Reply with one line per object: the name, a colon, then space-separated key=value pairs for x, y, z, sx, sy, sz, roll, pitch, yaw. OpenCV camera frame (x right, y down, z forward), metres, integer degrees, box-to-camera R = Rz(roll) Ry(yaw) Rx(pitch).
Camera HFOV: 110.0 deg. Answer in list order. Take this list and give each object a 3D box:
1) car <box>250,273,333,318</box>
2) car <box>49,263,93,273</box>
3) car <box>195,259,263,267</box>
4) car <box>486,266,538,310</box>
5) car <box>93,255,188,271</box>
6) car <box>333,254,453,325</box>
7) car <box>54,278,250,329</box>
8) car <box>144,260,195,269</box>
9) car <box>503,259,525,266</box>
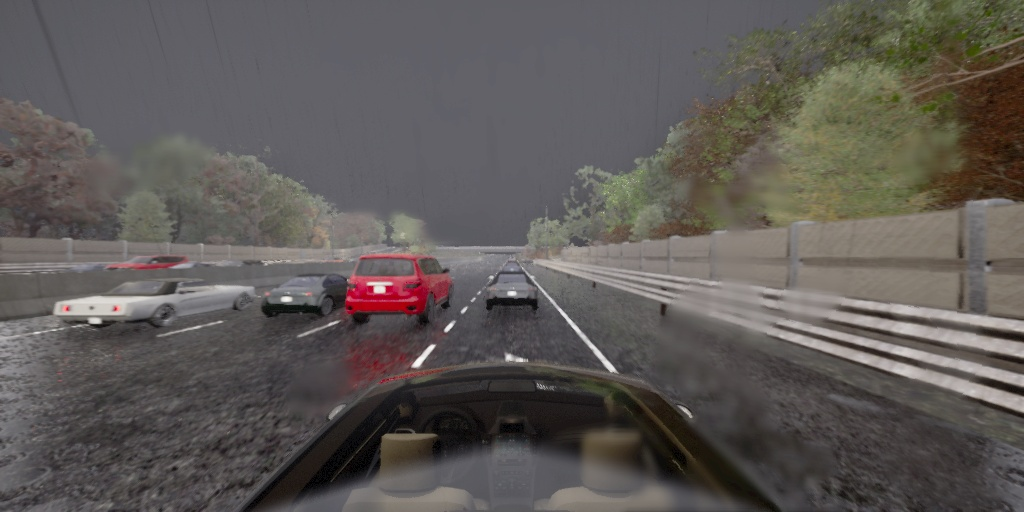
car: x=-6.893 y=1.294 z=12.980 sx=1.994 sy=1.385 sz=4.181 roll=0 pitch=0 yaw=0
car: x=-31.570 y=1.263 z=27.233 sx=2.033 sy=1.411 sz=5.357 roll=0 pitch=0 yaw=0
car: x=-21.073 y=1.066 z=27.522 sx=2.097 sy=1.767 sz=4.553 roll=0 pitch=0 yaw=0
car: x=0.003 y=1.291 z=14.670 sx=1.994 sy=1.385 sz=4.181 roll=0 pitch=0 yaw=0
car: x=-28.068 y=0.939 z=27.905 sx=2.150 sy=2.045 sz=5.566 roll=0 pitch=0 yaw=0
car: x=-3.397 y=0.953 z=11.885 sx=2.150 sy=2.045 sz=5.566 roll=0 pitch=0 yaw=0
car: x=-10.395 y=1.333 z=11.166 sx=1.895 sy=1.301 sz=4.718 roll=0 pitch=0 yaw=0
car: x=-24.573 y=1.241 z=27.323 sx=1.812 sy=1.442 sz=4.674 roll=0 pitch=0 yaw=0
car: x=0.012 y=1.276 z=37.318 sx=1.994 sy=1.385 sz=4.181 roll=0 pitch=0 yaw=0
